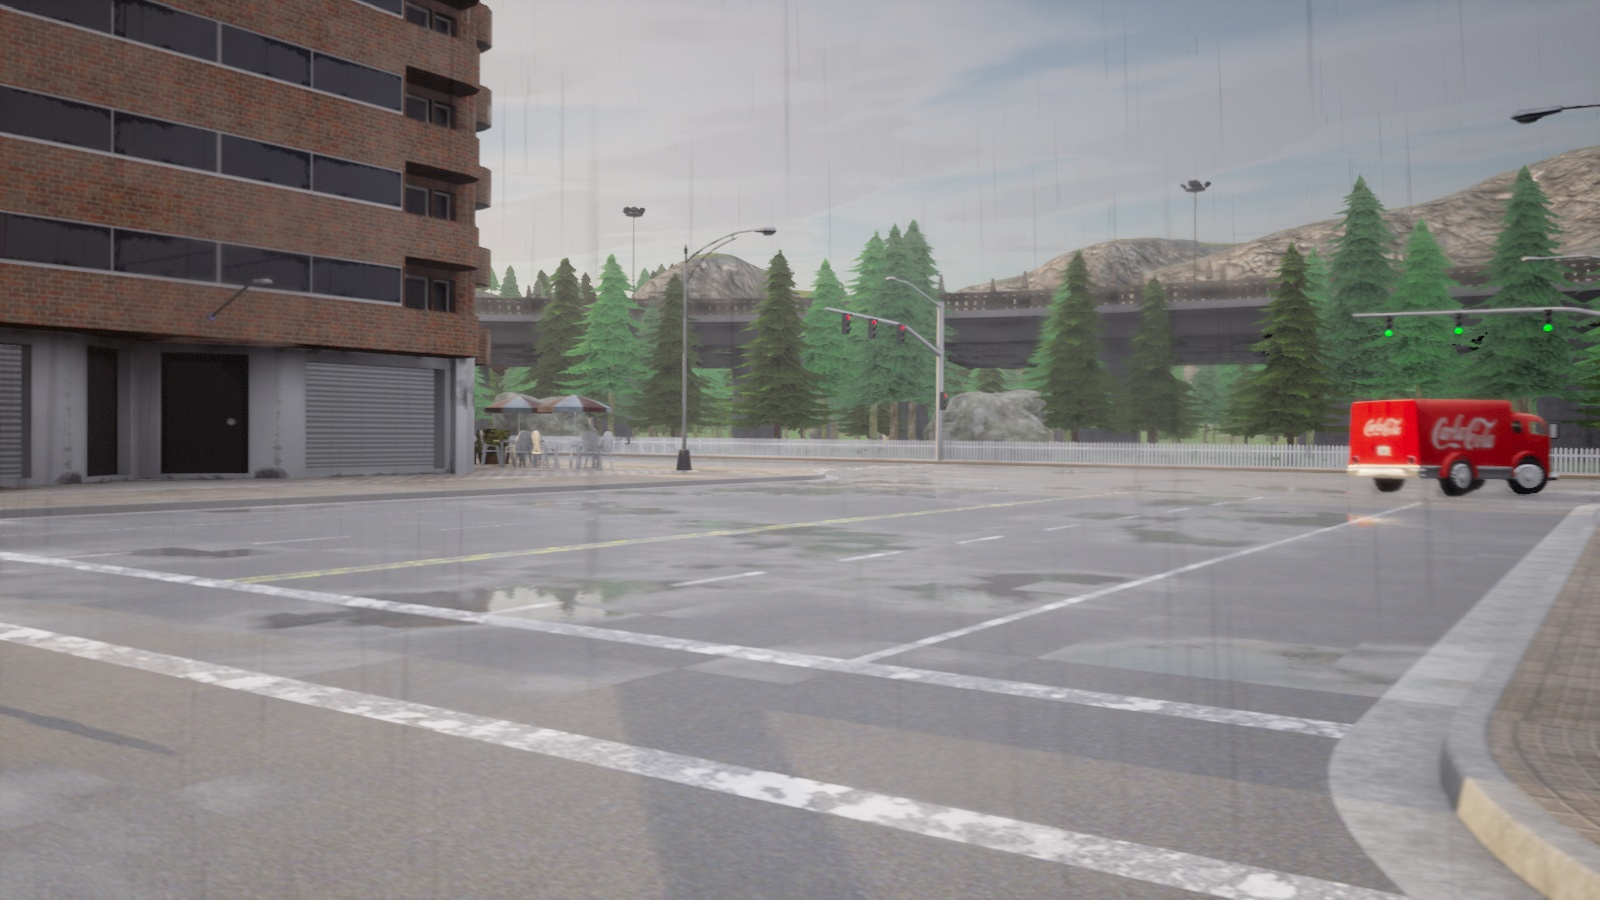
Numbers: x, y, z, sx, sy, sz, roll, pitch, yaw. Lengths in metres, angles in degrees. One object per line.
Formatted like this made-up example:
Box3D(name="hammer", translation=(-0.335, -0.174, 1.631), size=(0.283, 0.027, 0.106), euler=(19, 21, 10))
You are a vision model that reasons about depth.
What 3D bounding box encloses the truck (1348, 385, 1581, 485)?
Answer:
Box3D(name="truck", translation=(17.581, -0.387, 33.296), size=(5.204, 2.467, 2.627), euler=(-1, 0, -20))
